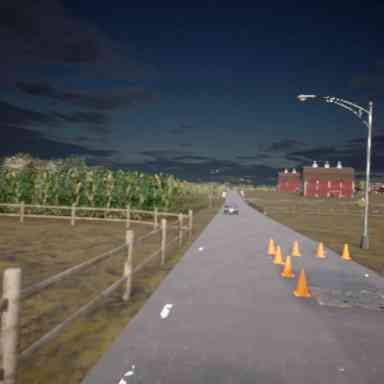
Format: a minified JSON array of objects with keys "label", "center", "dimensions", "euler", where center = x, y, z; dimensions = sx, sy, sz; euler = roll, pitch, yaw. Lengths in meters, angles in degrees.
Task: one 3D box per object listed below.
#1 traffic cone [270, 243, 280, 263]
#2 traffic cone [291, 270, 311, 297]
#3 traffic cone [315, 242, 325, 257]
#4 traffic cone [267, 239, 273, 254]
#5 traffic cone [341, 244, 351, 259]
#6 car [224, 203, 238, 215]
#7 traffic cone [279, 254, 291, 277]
[{"label":"traffic cone","center":[3.115,2.246,12.001],"dimensions":[0.340,0.580,0.340],"euler":[3,-1,7]},{"label":"traffic cone","center":[2.662,2.178,8.028],"dimensions":[0.340,0.580,0.340],"euler":[3,-1,7]},{"label":"traffic cone","center":[5.326,2.372,13.759],"dimensions":[0.340,0.580,0.340],"euler":[3,-1,7]},{"label":"traffic cone","center":[3.342,2.280,13.988],"dimensions":[0.340,0.580,0.340],"euler":[3,-1,7]},{"label":"traffic cone","center":[6.317,2.418,13.645],"dimensions":[0.340,0.580,0.340],"euler":[2,-1,7]},{"label":"car","center":[5.361,2.273,45.386],"dimensions":[2.128,1.511,4.902],"euler":[3,-1,7]},{"label":"traffic cone","center":[2.888,2.212,10.014],"dimensions":[0.340,0.580,0.340],"euler":[3,-1,7]}]
